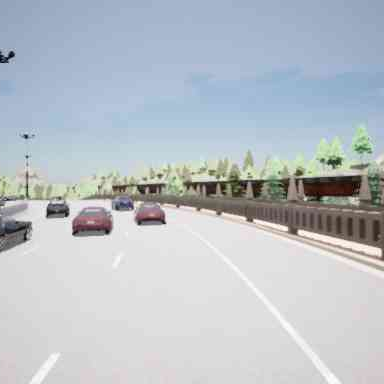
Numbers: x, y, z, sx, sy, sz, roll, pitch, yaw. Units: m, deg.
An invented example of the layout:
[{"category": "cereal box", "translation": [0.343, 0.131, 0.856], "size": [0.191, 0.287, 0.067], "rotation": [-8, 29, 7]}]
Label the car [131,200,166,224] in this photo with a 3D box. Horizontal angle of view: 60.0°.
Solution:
[{"category": "car", "translation": [-3.135, 1.483, 24.137], "size": [1.994, 1.385, 4.181], "rotation": [0, 0, -13]}]

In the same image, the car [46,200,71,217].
[{"category": "car", "translation": [-12.365, 1.444, 30.862], "size": [2.128, 1.511, 4.902], "rotation": [0, 0, -18]}]

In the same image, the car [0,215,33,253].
[{"category": "car", "translation": [-8.095, 1.588, 13.473], "size": [1.895, 1.301, 4.718], "rotation": [0, 0, -8]}]

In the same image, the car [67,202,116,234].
[{"category": "car", "translation": [-5.586, 1.518, 18.999], "size": [1.994, 1.385, 4.181], "rotation": [0, 0, -11]}]

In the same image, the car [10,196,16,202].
[{"category": "car", "translation": [-43.625, 1.632, 80.426], "size": [2.033, 1.411, 5.357], "rotation": [-1, 0, -26]}]

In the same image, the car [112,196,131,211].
[{"category": "car", "translation": [-8.447, 1.238, 40.087], "size": [2.097, 1.767, 4.553], "rotation": [-1, 0, -23]}]

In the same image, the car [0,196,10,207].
[{"category": "car", "translation": [-26.159, 1.572, 44.833], "size": [1.994, 1.385, 4.181], "rotation": [-1, 0, -26]}]
